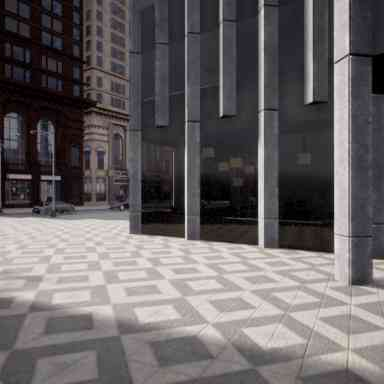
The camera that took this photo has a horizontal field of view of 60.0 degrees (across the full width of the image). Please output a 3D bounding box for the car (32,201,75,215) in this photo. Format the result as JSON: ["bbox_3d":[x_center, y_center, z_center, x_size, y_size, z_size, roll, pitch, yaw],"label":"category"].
[{"bbox_3d":[-14.589,1.631,35.167,1.994,1.385,4.181,0,0,36],"label":"car"}]

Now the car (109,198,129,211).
[{"bbox_3d":[-8.632,1.601,43.496,1.837,1.490,4.892,0,0,36],"label":"car"}]
